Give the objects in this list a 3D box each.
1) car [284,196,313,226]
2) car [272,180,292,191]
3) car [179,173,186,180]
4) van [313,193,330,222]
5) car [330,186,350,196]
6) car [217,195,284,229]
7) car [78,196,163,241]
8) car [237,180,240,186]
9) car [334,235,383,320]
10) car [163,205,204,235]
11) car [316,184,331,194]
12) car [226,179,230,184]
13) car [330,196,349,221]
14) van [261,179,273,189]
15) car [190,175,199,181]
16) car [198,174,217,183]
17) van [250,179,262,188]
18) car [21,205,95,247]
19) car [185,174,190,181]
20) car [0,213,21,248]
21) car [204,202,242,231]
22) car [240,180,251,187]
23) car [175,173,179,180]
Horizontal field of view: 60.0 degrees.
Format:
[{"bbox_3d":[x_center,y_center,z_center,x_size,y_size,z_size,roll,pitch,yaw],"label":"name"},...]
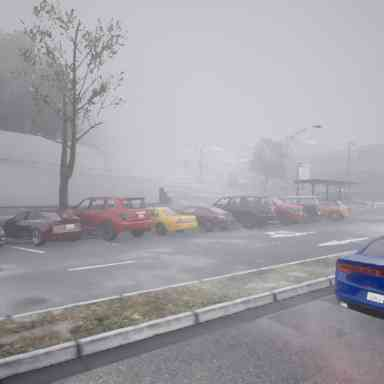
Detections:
[{"bbox_3d":[5.311,1.267,23.879,5.566,2.045,2.435,-1,-1,35],"label":"car"},{"bbox_3d":[18.293,-0.992,65.636,2.231,1.521,4.892,7,3,35],"label":"car"},{"bbox_3d":[-0.795,-4.085,92.710,2.185,1.767,4.553,4,1,34],"label":"car"},{"bbox_3d":[7.851,1.296,25.546,4.442,1.987,1.878,-1,-1,35],"label":"van"},{"bbox_3d":[25.184,0.136,55.771,2.002,1.452,4.674,7,3,35],"label":"car"},{"bbox_3d":[2.796,1.262,22.177,5.566,2.045,2.435,-1,-1,35],"label":"car"},{"bbox_3d":[-4.563,1.247,16.972,5.566,2.045,2.435,-1,-1,35],"label":"car"},{"bbox_3d":[11.409,-2.044,75.529,2.002,1.452,4.674,7,4,35],"label":"car"},{"bbox_3d":[4.864,1.487,6.585,5.008,1.535,1.882,0,0,-35],"label":"car"},{"bbox_3d":[-2.242,1.502,18.797,5.366,1.575,1.946,-1,-1,35],"label":"car"},{"bbox_3d":[23.496,-0.426,58.245,2.435,2.045,5.566,7,3,35],"label":"car"},{"bbox_3d":[9.670,-2.317,77.993,2.002,1.452,4.674,7,3,35],"label":"car"},{"bbox_3d":[10.262,1.403,27.294,4.553,1.767,2.185,-1,-1,35],"label":"car"},{"bbox_3d":[16.536,-1.491,68.001,1.878,1.987,4.442,7,4,35],"label":"van"},{"bbox_3d":[2.724,-3.699,87.770,2.435,2.045,5.566,7,3,34],"label":"car"},{"bbox_3d":[4.572,-3.176,85.509,1.946,1.575,5.366,7,3,34],"label":"car"},{"bbox_3d":[14.809,-1.764,70.474,1.878,1.987,4.442,7,4,35],"label":"van"},{"bbox_3d":[-7.010,1.524,15.230,4.792,1.488,2.163,-1,-1,35],"label":"car"},{"bbox_3d":[0.932,-3.850,90.238,2.185,1.767,4.553,6,3,34],"label":"car"},{"bbox_3d":[-9.432,1.493,13.486,4.892,1.521,2.231,-1,-1,35],"label":"car"},{"bbox_3d":[0.366,1.548,20.422,4.674,1.452,2.002,-1,-1,35],"label":"car"},{"bbox_3d":[13.238,-1.812,73.207,1.946,1.575,5.366,7,3,35],"label":"car"},{"bbox_3d":[-2.564,-4.362,95.060,2.435,2.045,5.566,1,-1,34],"label":"car"}]
